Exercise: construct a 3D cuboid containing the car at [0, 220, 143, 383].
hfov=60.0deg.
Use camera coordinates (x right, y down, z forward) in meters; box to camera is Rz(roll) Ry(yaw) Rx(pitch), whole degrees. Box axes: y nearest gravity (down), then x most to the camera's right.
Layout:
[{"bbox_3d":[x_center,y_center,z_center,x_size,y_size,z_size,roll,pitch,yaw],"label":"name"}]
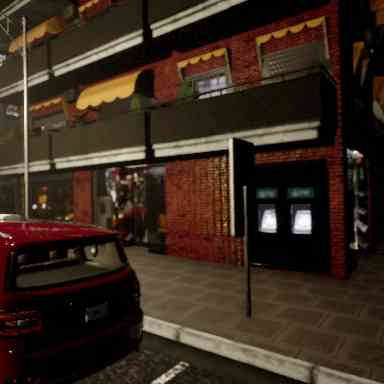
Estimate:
[{"bbox_3d":[-2.929,1.343,4.830,5.009,1.841,2.192,0,-1,35],"label":"car"}]
